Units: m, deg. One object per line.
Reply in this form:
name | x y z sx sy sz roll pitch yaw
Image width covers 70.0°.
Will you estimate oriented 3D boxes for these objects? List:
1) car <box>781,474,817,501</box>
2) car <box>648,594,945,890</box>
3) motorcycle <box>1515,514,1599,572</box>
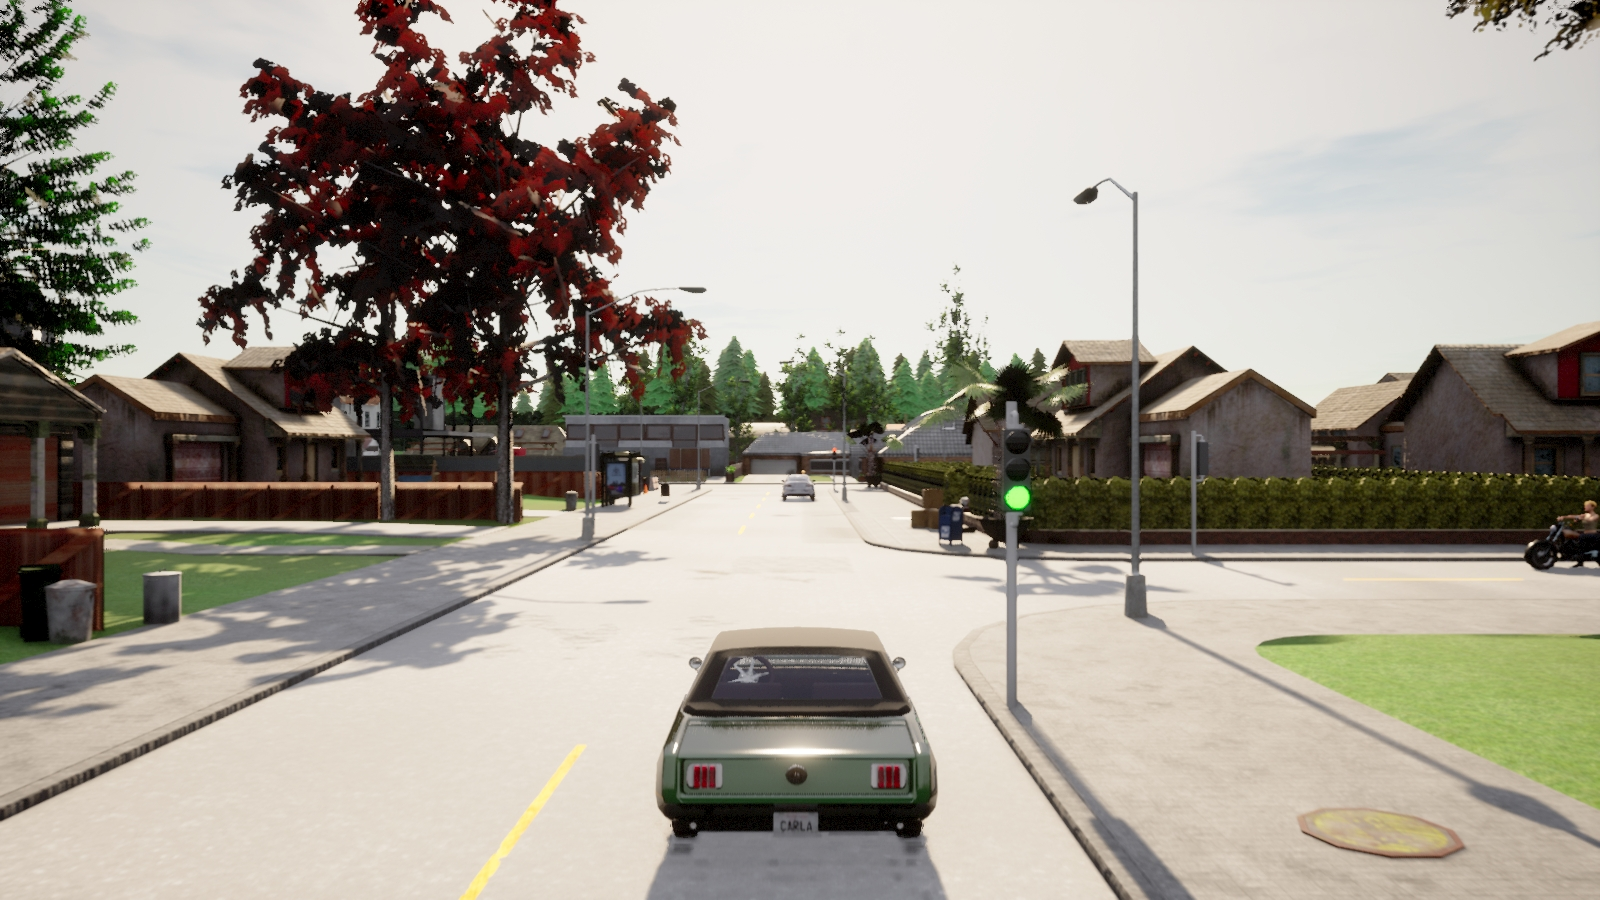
car | -0.080 2.130 65.630 2.002 1.442 4.674 0 0 0
car | -0.023 2.163 9.665 1.895 1.301 4.718 0 0 0
motorcycle | 18.274 2.175 26.923 2.356 1.307 0.764 0 0 0
